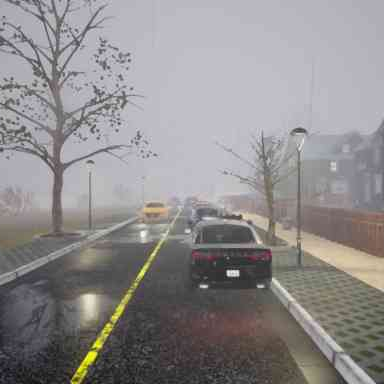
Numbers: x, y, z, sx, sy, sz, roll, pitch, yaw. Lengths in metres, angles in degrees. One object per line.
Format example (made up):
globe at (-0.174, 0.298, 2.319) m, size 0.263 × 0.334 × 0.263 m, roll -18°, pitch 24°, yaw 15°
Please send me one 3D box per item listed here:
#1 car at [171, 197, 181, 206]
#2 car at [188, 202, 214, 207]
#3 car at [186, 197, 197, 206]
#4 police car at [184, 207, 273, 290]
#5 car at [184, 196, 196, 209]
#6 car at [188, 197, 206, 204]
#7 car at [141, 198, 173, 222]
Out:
car at (-2.782, 1.549, 54.315) m, size 1.812 × 1.442 × 4.674 m, roll 0°, pitch 0°, yaw 0°
car at (0.814, 1.528, 19.130) m, size 1.812 × 1.442 × 4.674 m, roll 0°, pitch 0°, yaw 0°
car at (-0.034, 1.552, 56.959) m, size 1.812 × 1.442 × 4.674 m, roll 0°, pitch 0°, yaw 0°
police car at (0.820, 1.425, 9.240) m, size 1.930 × 1.638 × 5.238 m, roll 0°, pitch 0°, yaw 0°
car at (-0.008, 1.368, 45.868) m, size 2.097 × 1.767 × 4.553 m, roll 0°, pitch 0°, yaw 0°
car at (0.810, 1.459, 25.320) m, size 1.801 × 1.575 × 5.366 m, roll 0°, pitch 0°, yaw 0°
car at (-2.867, 1.482, 26.690) m, size 1.882 × 1.535 × 5.008 m, roll 0°, pitch 0°, yaw 0°
